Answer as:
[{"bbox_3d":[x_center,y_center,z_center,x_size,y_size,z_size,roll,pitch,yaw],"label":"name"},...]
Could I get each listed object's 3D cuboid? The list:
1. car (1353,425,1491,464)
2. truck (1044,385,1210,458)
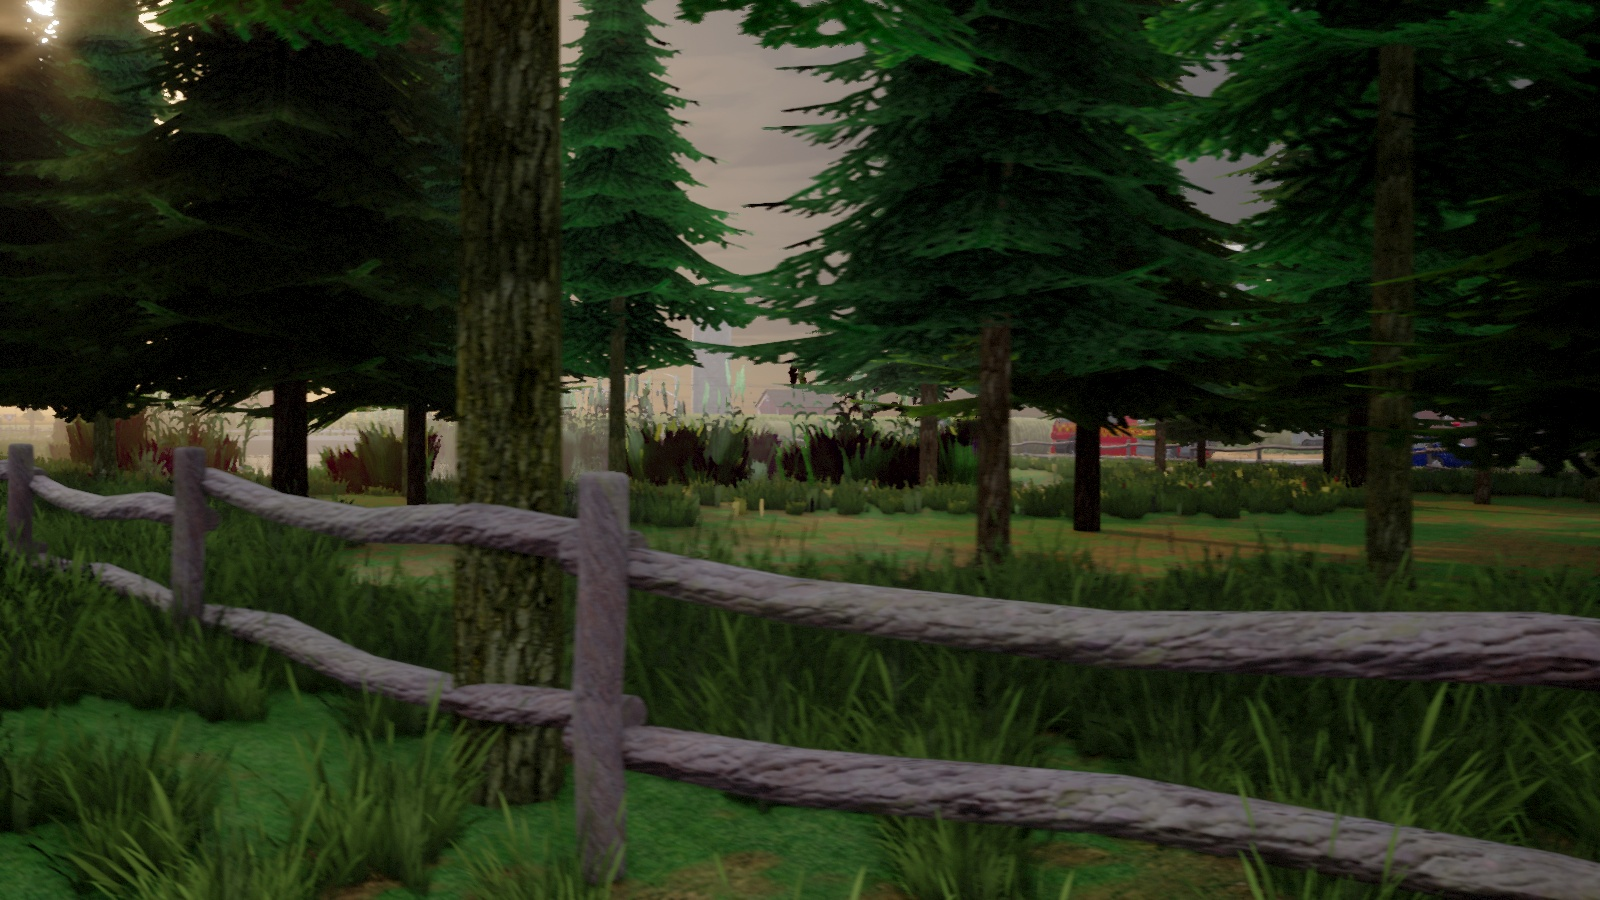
[{"bbox_3d":[25.691,-0.257,52.107,1.882,1.535,5.008,-1,1,-27],"label":"car"},{"bbox_3d":[18.123,-1.561,69.935,8.468,3.827,2.891,0,1,33],"label":"truck"}]
